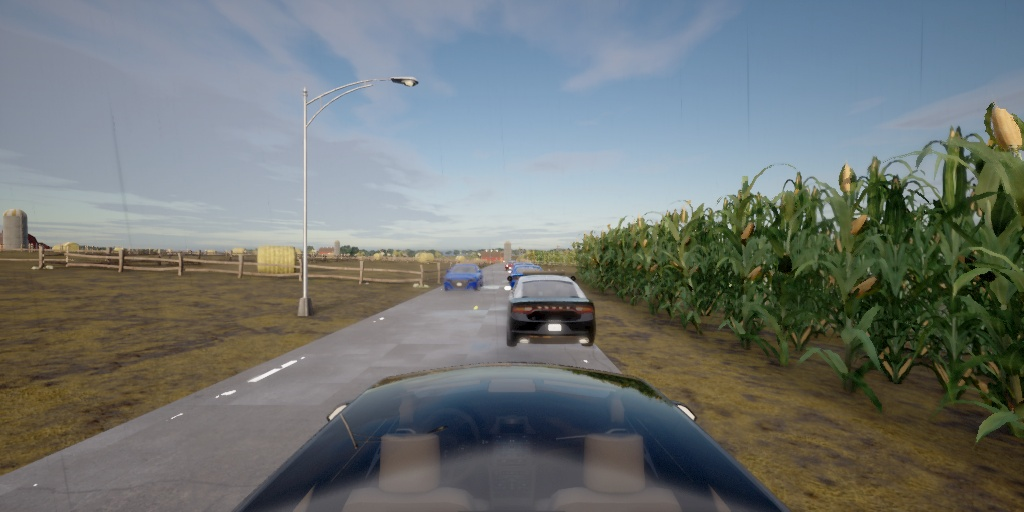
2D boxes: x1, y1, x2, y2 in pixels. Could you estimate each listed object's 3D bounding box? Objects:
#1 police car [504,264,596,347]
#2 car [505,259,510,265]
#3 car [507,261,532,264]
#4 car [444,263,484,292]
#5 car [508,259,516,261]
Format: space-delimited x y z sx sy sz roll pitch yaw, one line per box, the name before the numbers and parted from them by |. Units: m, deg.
police car | 0.822 1.171 9.483 1.930 1.638 5.238 0 0 0
car | 0.019 1.294 47.726 1.895 1.301 4.718 0 0 0
car | 0.819 1.213 19.373 1.882 1.535 5.008 0 0 0
car | -2.756 1.210 21.282 1.882 1.535 5.008 0 0 0
car | 0.813 1.201 25.373 1.882 1.535 5.008 0 0 0
